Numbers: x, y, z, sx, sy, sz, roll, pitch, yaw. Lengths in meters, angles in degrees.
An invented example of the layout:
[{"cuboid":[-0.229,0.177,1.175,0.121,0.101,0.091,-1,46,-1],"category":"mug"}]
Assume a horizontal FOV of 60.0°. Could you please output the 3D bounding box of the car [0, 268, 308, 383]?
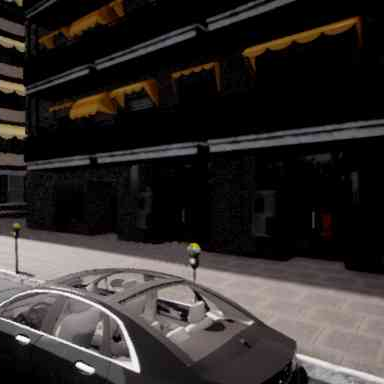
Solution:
[{"cuboid":[-1.053,1.536,3.644,4.403,1.369,2.008,0,-1,36],"category":"car"}]
